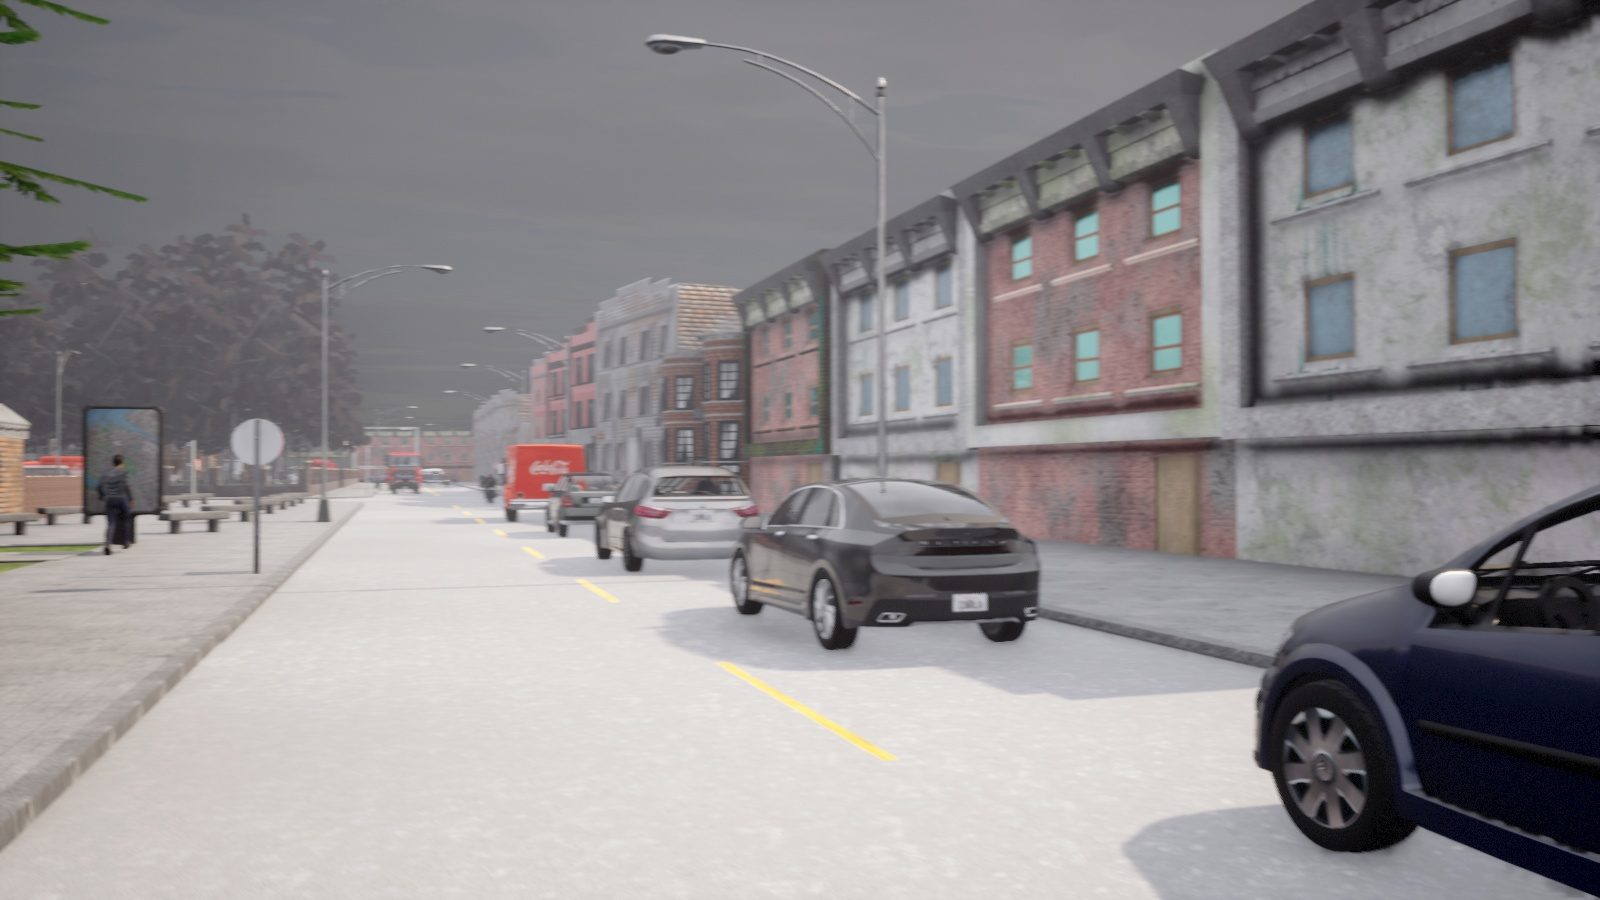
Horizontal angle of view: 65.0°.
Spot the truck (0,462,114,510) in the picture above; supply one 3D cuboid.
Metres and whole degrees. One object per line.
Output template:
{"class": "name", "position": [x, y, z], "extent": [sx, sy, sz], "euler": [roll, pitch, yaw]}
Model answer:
{"class": "truck", "position": [-39.825, 1.898, 67.091], "extent": [5.204, 2.467, 2.627], "euler": [0, -1, -19]}

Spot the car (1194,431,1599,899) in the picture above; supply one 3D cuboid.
{"class": "car", "position": [3.238, 0.750, 4.185], "extent": [1.851, 1.617, 3.988], "euler": [0, -1, -14]}

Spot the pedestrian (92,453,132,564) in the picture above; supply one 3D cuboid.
{"class": "pedestrian", "position": [-12.408, 1.043, 22.654], "extent": [0.423, 1.949, 0.788], "euler": [0, -1, -11]}

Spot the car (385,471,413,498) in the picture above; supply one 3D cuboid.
{"class": "car", "position": [-29.000, 2.474, 90.915], "extent": [1.905, 1.878, 3.866], "euler": [0, -1, -17]}

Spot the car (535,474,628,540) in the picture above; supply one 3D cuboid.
{"class": "car", "position": [-5.552, 1.390, 31.616], "extent": [1.789, 1.549, 3.705], "euler": [0, -1, -18]}

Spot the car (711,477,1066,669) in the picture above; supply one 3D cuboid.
{"class": "car", "position": [0.593, 1.028, 12.581], "extent": [1.837, 1.490, 4.892], "euler": [0, -1, -18]}

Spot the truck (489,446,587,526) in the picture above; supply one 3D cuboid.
{"class": "truck", "position": [-8.763, 1.137, 41.563], "extent": [2.627, 2.467, 5.204], "euler": [0, -1, -18]}

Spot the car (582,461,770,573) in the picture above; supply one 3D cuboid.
{"class": "car", "position": [-2.255, 1.049, 21.391], "extent": [2.242, 1.667, 4.611], "euler": [0, -1, -18]}

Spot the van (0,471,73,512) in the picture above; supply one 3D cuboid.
{"class": "van", "position": [-39.203, 2.060, 63.036], "extent": [4.442, 1.987, 1.775], "euler": [0, -1, -18]}

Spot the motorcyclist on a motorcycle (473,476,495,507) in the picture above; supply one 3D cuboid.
{"class": "motorcyclist on a motorcycle", "position": [-16.088, 2.114, 63.944], "extent": [0.866, 1.530, 2.191], "euler": [0, -1, -20]}
